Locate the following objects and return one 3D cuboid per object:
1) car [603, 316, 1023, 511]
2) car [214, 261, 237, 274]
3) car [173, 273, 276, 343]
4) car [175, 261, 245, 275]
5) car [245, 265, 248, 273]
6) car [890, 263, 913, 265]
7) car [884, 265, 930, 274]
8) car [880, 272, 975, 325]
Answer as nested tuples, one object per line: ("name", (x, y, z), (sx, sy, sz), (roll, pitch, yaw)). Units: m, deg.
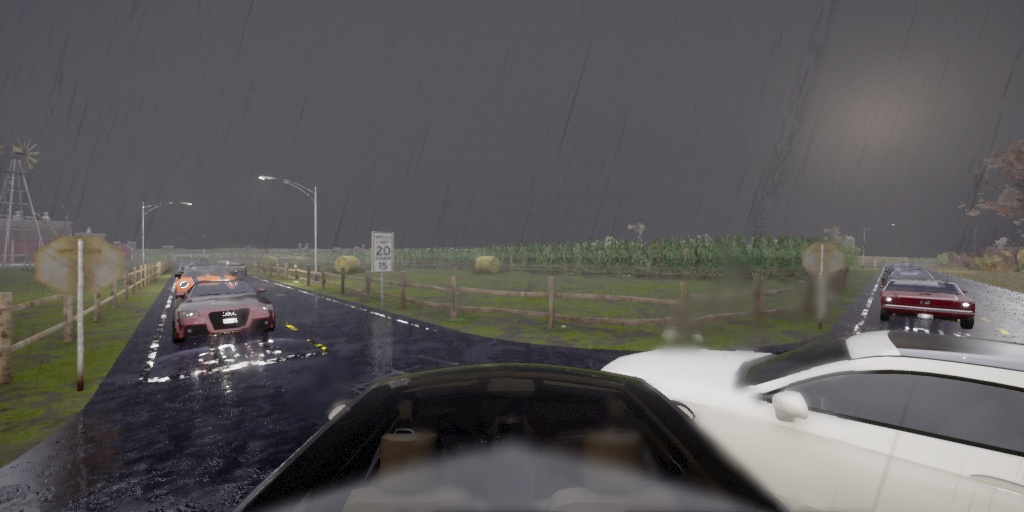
("car", (2.811, 1.293, 2.539), (1.812, 1.442, 4.674), (0, 1, -45))
("car", (-34.255, 1.336, 42.820), (1.837, 1.490, 4.892), (0, 0, -42))
("car", (-8.066, 1.361, 9.986), (1.994, 1.385, 4.181), (0, 0, -43))
("car", (-13.925, 1.151, 16.394), (2.097, 1.767, 4.553), (0, 0, -42))
("car", (-27.438, 1.308, 35.450), (2.128, 1.511, 4.902), (0, 0, -42))
("car", (27.037, 1.406, 24.735), (4.181, 1.385, 1.994), (0, 1, -44))
("car", (20.364, 1.366, 18.393), (5.357, 1.411, 2.033), (0, 1, -44))
("car", (13.372, 1.400, 11.738), (4.718, 1.301, 1.895), (0, 1, -44))
